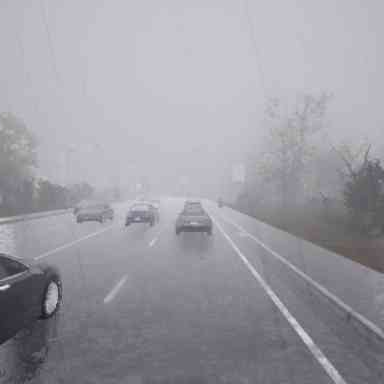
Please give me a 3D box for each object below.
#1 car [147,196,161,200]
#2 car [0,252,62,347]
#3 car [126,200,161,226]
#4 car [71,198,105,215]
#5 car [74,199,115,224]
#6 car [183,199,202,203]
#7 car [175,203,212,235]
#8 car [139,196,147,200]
[{"bbox_3d":[-7.012,1.521,64.350,1.812,1.442,4.674,0,0,1],"label":"car"},{"bbox_3d":[-3.400,1.505,4.455,1.837,1.490,4.892,0,0,0],"label":"car"},{"bbox_3d":[-3.384,1.524,23.096,1.812,1.442,4.674,0,0,0],"label":"car"},{"bbox_3d":[-10.591,1.476,34.300,1.882,1.535,5.008,0,0,0],"label":"car"},{"bbox_3d":[-7.095,1.503,24.767,1.837,1.490,4.892,0,0,0],"label":"car"},{"bbox_3d":[0.104,1.489,36.634,2.128,1.511,4.902,0,0,0],"label":"car"},{"bbox_3d":[0.103,1.562,18.955,1.994,1.385,4.181,0,0,0],"label":"car"},{"bbox_3d":[-10.513,1.542,74.228,1.994,1.385,4.181,0,0,0],"label":"car"}]
